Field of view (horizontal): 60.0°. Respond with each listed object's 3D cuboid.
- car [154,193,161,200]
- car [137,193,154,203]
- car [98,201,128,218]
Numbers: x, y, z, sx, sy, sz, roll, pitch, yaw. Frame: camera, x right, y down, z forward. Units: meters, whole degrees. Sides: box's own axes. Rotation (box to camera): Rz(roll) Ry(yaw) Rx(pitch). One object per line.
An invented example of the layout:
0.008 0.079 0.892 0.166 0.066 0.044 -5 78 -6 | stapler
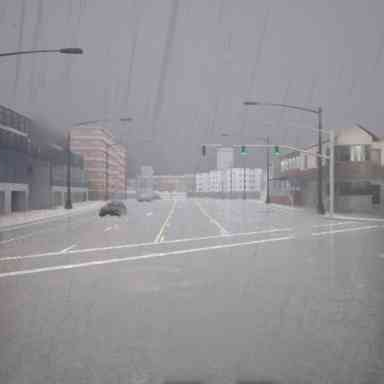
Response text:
-8.716 1.070 80.660 2.097 1.767 4.553 0 -1 -2 | car
-7.998 1.124 56.192 1.812 1.442 4.674 0 1 -2 | car
-7.268 1.587 31.189 2.033 1.411 5.357 0 1 -2 | car
